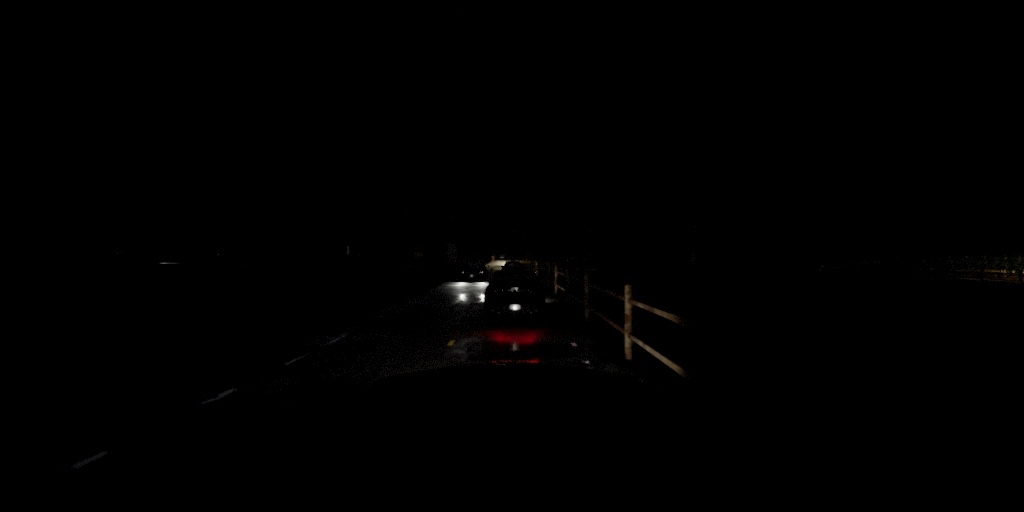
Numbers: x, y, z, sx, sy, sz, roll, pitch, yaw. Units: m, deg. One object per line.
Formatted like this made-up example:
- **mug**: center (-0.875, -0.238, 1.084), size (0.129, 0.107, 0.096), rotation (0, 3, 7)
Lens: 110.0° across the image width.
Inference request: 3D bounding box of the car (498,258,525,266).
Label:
- **car**: center (0.079, 1.131, 28.147), size (1.812, 1.442, 4.674), rotation (0, 0, 0)

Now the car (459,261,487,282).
- **car**: center (-2.844, 1.134, 27.683), size (1.812, 1.442, 4.674), rotation (0, 0, 0)

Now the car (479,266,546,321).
- **car**: center (0.081, 1.199, 12.253), size (1.837, 1.490, 4.892), rotation (0, -1, 0)
